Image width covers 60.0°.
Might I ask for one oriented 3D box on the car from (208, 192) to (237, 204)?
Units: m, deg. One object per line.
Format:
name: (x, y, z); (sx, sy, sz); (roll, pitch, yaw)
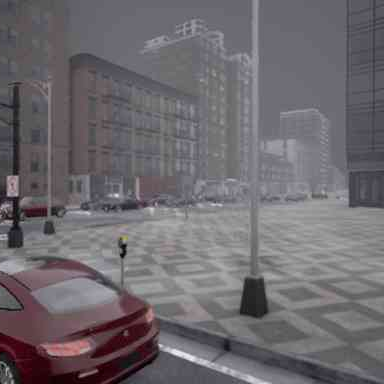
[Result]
car: (4.641, 0.930, 47.304); (1.994, 1.385, 4.181); (0, 1, 36)

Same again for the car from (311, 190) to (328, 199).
car: (24.341, 0.438, 63.291); (2.097, 1.767, 4.553); (0, 1, 36)

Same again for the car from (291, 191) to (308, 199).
car: (20.602, 0.595, 63.660); (1.837, 1.490, 4.892); (0, 1, 36)

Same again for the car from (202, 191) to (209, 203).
car: (1.643, 0.706, 48.716); (2.097, 1.767, 4.553); (0, 1, 36)

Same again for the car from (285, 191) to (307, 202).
car: (16.042, 0.817, 51.770); (2.033, 1.411, 5.357); (0, 1, 35)

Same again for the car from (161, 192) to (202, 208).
car: (-1.182, 1.025, 39.262); (1.812, 1.442, 4.674); (0, 1, 36)

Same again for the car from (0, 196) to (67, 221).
car: (-11.735, 1.104, 24.588); (2.097, 1.767, 4.553); (0, 1, 36)

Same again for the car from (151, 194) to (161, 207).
car: (-4.050, 0.990, 40.838); (1.837, 1.490, 4.892); (0, 1, 36)

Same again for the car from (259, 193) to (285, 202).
car: (12.248, 0.824, 52.044); (2.033, 1.411, 5.357); (0, 1, 34)

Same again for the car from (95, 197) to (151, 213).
car: (-6.489, 1.226, 31.885); (1.895, 1.301, 4.718); (0, 1, 36)

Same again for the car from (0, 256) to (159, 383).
car: (-2.334, 1.577, 4.625); (4.206, 1.307, 1.802); (0, 0, 36)

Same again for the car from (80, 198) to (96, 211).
car: (-9.212, 1.171, 33.697); (1.994, 1.385, 4.181); (0, 1, 34)
